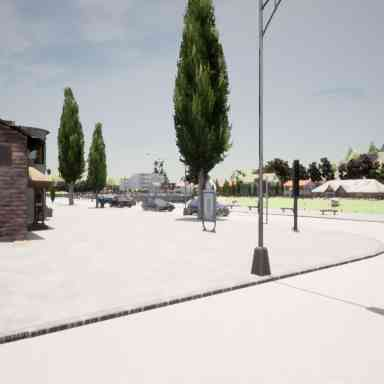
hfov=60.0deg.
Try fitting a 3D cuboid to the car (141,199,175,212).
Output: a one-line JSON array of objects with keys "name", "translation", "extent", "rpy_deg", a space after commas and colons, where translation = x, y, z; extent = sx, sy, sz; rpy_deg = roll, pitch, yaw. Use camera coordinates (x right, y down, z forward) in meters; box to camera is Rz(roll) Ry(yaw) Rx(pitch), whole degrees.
[{"name": "car", "translation": [-4.069, 1.547, 39.023], "extent": [2.033, 1.411, 5.357], "rpy_deg": [0, 0, -36]}]

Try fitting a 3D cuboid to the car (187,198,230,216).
[{"name": "car", "translation": [1.482, 1.352, 31.287], "extent": [2.097, 1.767, 4.553], "rpy_deg": [0, 0, -36]}]

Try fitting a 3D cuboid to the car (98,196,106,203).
[{"name": "car", "translation": [-16.894, 1.478, 64.074], "extent": [1.882, 1.535, 5.008], "rpy_deg": [0, 0, -36]}]

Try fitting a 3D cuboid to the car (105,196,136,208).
[{"name": "car", "translation": [-10.174, 1.478, 47.574], "extent": [1.882, 1.535, 5.008], "rpy_deg": [0, 0, -36]}]

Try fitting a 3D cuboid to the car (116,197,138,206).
[{"name": "car", "translation": [-10.939, 1.526, 55.782], "extent": [1.812, 1.442, 4.674], "rpy_deg": [0, 0, -36]}]
